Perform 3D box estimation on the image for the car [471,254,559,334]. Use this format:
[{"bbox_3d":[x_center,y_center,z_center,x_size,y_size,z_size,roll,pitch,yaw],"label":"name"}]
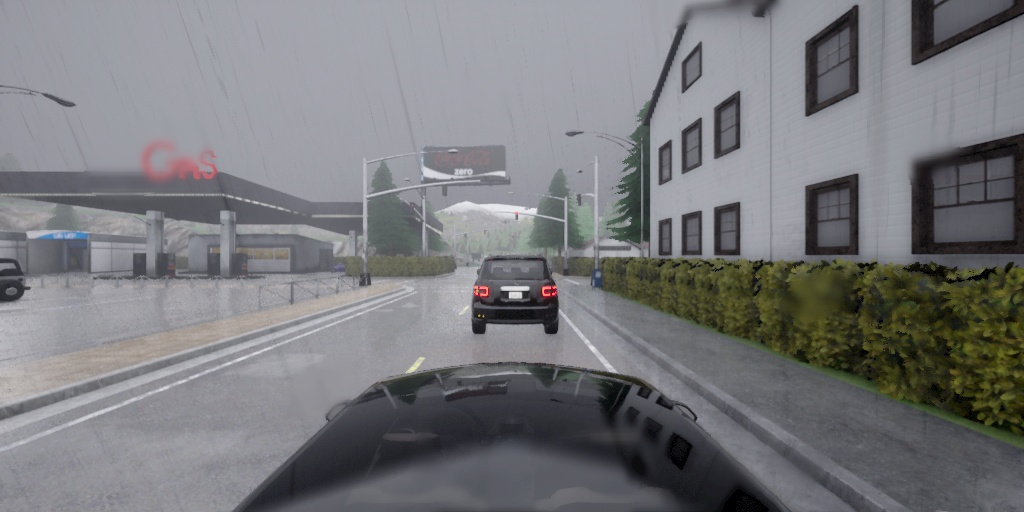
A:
[{"bbox_3d":[0.087,0.974,10.724,2.150,2.045,5.566,0,0,0],"label":"car"}]
